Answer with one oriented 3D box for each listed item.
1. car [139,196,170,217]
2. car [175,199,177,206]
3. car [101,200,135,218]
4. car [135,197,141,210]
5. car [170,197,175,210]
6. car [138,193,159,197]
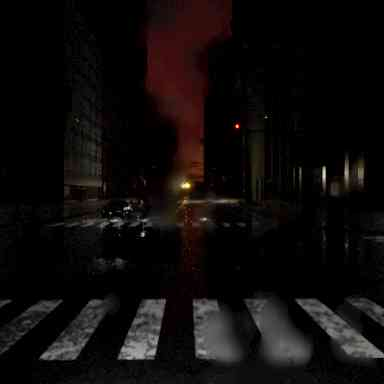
[{"bbox_3d":[-3.379,1.461,30.891,1.882,1.535,5.008,0,0,0],"label":"car"},{"bbox_3d":[-3.394,1.537,52.411,1.994,1.385,4.181,0,0,0],"label":"car"},{"bbox_3d":[-6.646,1.489,29.600,1.837,1.490,4.892,0,0,1],"label":"car"},{"bbox_3d":[-6.641,1.580,38.863,1.895,1.301,4.718,0,0,0],"label":"car"},{"bbox_3d":[-3.396,1.504,40.171,1.812,1.442,4.674,0,0,0],"label":"car"},{"bbox_3d":[-6.644,1.194,49.157,2.150,2.045,5.566,0,0,1],"label":"car"}]
